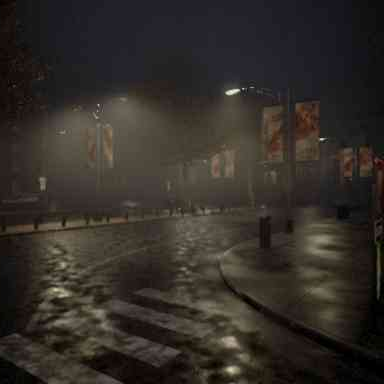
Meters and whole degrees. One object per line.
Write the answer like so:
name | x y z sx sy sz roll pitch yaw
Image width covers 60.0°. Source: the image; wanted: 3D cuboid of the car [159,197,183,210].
car | -2.127 1.399 41.909 1.837 1.490 4.892 0 0 36

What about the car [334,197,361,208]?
car | 21.613 1.488 46.240 4.674 1.442 1.812 0 0 -34

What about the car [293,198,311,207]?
car | 16.006 1.539 48.138 1.895 1.301 4.718 0 0 29
